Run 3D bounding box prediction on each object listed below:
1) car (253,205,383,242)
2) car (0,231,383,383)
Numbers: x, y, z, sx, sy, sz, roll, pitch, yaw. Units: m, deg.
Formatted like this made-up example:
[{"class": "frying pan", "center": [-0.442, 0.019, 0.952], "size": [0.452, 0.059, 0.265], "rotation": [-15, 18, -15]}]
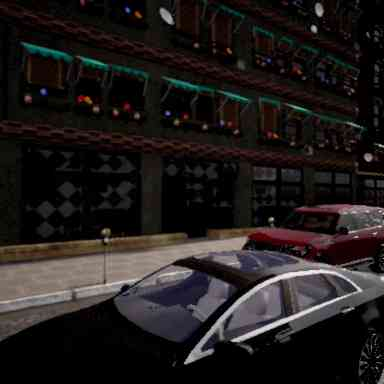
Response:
[{"class": "car", "center": [3.653, 1.314, 9.161], "size": [5.009, 1.841, 2.192], "rotation": [0, 1, -36]}, {"class": "car", "center": [0.345, 1.491, 3.623], "size": [4.902, 1.511, 2.128], "rotation": [0, 0, -35]}]
